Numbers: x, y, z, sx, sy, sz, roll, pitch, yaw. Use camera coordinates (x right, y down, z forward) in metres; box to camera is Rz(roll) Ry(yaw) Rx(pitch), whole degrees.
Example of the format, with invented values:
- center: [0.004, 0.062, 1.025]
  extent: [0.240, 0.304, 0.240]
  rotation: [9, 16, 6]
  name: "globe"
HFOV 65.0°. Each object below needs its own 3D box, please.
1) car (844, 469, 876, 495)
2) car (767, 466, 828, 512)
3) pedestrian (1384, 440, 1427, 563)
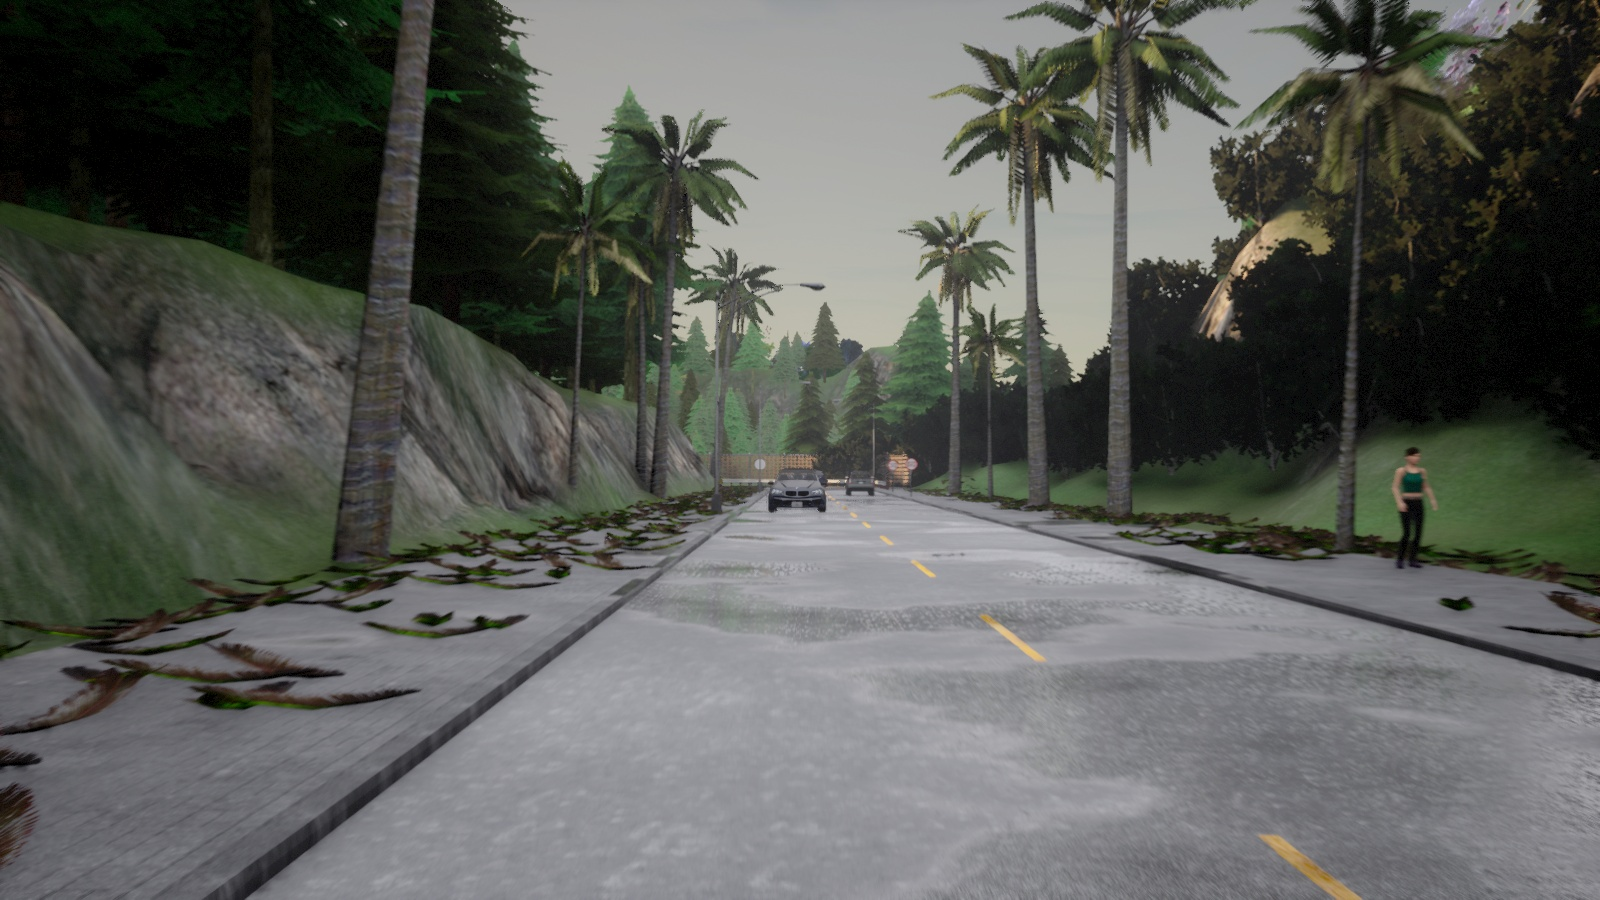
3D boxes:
- center: [3.867, 2.062, 81.800]
  extent: [1.851, 1.617, 3.988]
  rotation: [0, -1, 0]
  name: "car"
- center: [-0.098, 1.471, 48.670]
  extent: [2.242, 1.667, 4.611]
  rotation: [0, -1, 0]
  name: "car"
- center: [9.192, 0.773, 19.072]
  extent: [0.345, 1.836, 0.594]
  rotation: [0, -1, 0]
  name: "pedestrian"
